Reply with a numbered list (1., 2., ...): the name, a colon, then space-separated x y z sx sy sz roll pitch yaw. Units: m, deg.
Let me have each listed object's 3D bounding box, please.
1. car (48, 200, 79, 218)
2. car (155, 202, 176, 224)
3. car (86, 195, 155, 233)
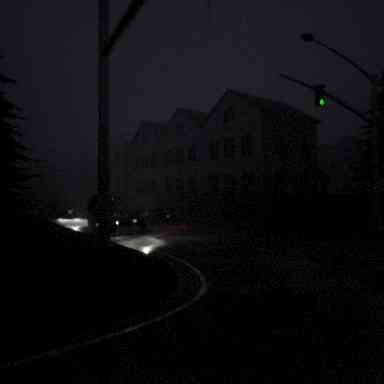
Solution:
1. car: -11.771 1.483 30.336 2.128 1.511 4.902 0 0 -35
2. car: -3.033 1.460 24.103 1.882 1.535 5.008 0 0 -35
3. car: -4.655 1.208 20.149 2.150 2.045 5.566 0 0 -35
